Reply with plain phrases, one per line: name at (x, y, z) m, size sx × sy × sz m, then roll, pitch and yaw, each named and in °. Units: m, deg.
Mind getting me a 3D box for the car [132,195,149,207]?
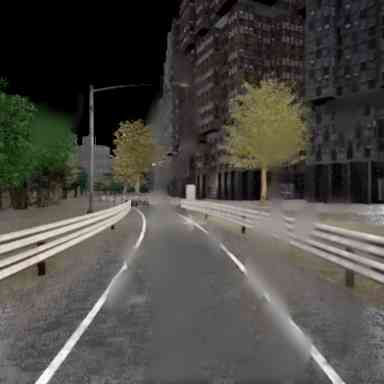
car at (-8.212, 1.329, 52.486) m, size 2.097 × 1.767 × 4.553 m, roll 0°, pitch 0°, yaw -19°
